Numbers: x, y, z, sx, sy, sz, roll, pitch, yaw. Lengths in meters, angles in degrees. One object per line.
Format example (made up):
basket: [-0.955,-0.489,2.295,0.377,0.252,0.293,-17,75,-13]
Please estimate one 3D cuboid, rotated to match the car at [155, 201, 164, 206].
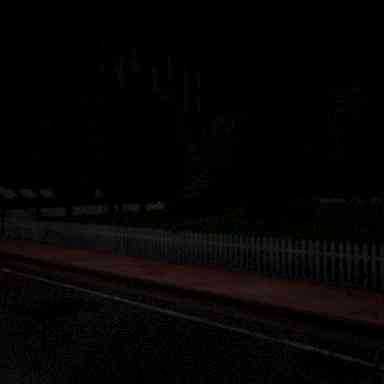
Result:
car: [-5.480,1.955,66.002,1.837,1.490,4.892,-1,-1,34]
